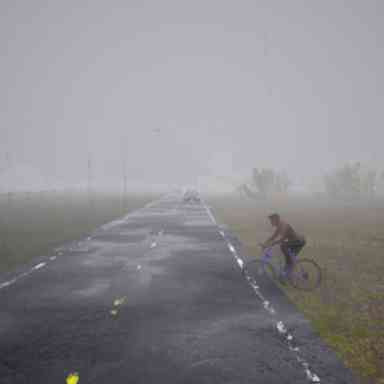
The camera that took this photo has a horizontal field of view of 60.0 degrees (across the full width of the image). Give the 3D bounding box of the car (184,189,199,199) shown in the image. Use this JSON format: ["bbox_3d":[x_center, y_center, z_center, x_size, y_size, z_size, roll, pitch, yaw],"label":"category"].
[{"bbox_3d":[-0.078,0.235,48.655,2.033,1.411,5.357,0,1,0],"label":"car"}]

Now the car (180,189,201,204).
[{"bbox_3d":[-0.029,0.580,37.414,1.895,1.301,4.718,0,2,0],"label":"car"}]

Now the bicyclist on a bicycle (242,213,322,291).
[{"bbox_3d":[1.854,1.259,6.846,1.656,1.620,0.582,0,2,0],"label":"bicyclist on a bicycle"}]

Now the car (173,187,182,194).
[{"bbox_3d":[-3.014,-0.350,70.377,1.882,1.535,5.008,0,1,0],"label":"car"}]
